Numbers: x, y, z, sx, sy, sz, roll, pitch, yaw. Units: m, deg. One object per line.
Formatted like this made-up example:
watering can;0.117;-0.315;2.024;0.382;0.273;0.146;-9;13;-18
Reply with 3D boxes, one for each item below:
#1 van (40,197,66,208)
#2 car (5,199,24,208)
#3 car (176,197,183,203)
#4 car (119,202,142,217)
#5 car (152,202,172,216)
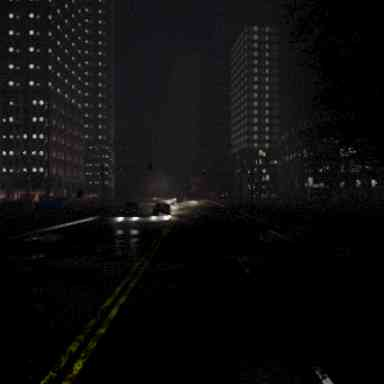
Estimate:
van;-22.656;1.666;54.295;3.998;1.788;1.690;0;0;1
car;-28.195;1.845;54.341;4.507;1.381;1.887;0;0;1
car;-3.280;2.168;89.220;1.882;1.535;5.008;0;0;0
car;-6.522;1.836;35.804;1.812;1.442;4.674;0;-1;1
car;-3.260;1.867;36.876;2.033;1.411;5.357;0;0;0
